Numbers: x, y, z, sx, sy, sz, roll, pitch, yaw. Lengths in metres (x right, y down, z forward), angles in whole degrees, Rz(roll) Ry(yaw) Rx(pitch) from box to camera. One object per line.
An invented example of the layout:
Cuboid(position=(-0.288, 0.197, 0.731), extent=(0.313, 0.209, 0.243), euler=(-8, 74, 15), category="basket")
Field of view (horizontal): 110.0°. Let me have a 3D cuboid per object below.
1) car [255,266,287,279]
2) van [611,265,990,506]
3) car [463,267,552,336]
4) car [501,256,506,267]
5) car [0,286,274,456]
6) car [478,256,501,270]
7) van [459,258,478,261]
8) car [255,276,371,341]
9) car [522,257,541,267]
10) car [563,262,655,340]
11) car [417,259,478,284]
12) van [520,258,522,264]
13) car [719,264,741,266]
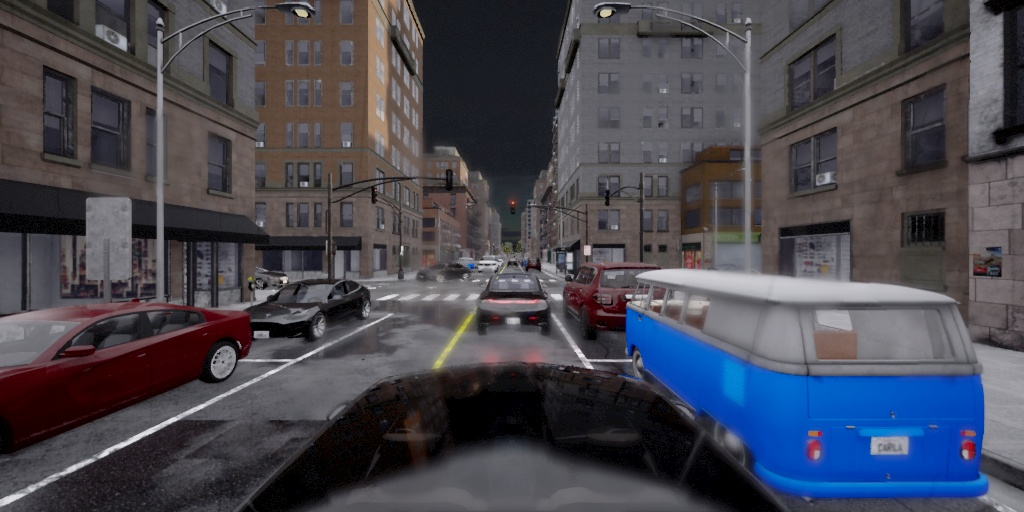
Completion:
Cuboid(position=(-16.217, 1.305, 21.760), extent=(4.902, 1.511, 2.128), euler=(0, 0, 0), category="car")
Cuboid(position=(2.645, 1.091, 4.356), extent=(1.690, 1.789, 3.998), euler=(0, 0, 0), category="van")
Cuboid(position=(0.061, 1.242, 10.410), extent=(2.128, 1.511, 4.902), euler=(0, 0, 0), category="car")
Cuboid(position=(-2.724, 0.965, 65.059), extent=(2.150, 2.045, 5.566), euler=(0, 0, 0), category="car")
Cuboid(position=(-5.380, 1.295, 4.366), extent=(1.888, 1.381, 4.507), euler=(0, 0, 0), category="car")
Cuboid(position=(-2.793, 0.969, 43.122), extent=(2.150, 2.045, 5.566), euler=(0, 0, 0), category="car")
Cuboid(position=(-5.354, 1.087, 41.840), extent=(1.690, 1.789, 3.998), euler=(0, 0, 0), category="van")
Cuboid(position=(-5.373, 1.316, 9.877), extent=(1.948, 1.339, 4.313), euler=(0, 0, 0), category="car")
Cuboid(position=(2.765, 1.060, 47.238), extent=(2.192, 1.841, 5.009), euler=(0, 0, 0), category="car")
Cuboid(position=(2.652, 1.065, 9.867), extent=(2.192, 1.841, 5.009), euler=(0, 0, 0), category="car")
Cuboid(position=(-5.106, 1.259, 27.648), extent=(1.837, 1.490, 4.892), euler=(1, 1, 32), category="car")
Cuboid(position=(2.769, 1.083, 63.457), extent=(1.690, 1.789, 3.998), euler=(0, 0, 0), category="van")
Cuboid(position=(14.687, 1.242, 24.725), extent=(4.181, 1.385, 1.994), euler=(0, 0, 0), category="car")
